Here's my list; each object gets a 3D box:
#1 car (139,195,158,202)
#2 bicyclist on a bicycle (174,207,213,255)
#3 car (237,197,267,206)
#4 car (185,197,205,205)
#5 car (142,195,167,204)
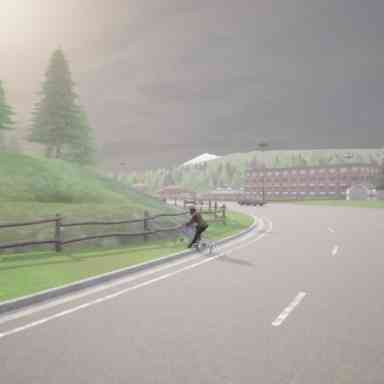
[{"bbox_3d":[-10.297,1.480,78.556,1.882,1.535,5.008,0,0,-40],"label":"car"},{"bbox_3d":[0.083,1.398,12.165,1.656,1.620,0.582,10,5,30],"label":"bicyclist on a bicycle"},{"bbox_3d":[9.609,1.550,53.386,2.033,1.411,5.357,0,0,-33],"label":"car"},{"bbox_3d":[0.391,1.566,60.120,1.994,1.385,4.181,0,0,-38],"label":"car"},{"bbox_3d":[-6.953,1.603,63.754,1.895,1.301,4.718,0,0,-40],"label":"car"}]
